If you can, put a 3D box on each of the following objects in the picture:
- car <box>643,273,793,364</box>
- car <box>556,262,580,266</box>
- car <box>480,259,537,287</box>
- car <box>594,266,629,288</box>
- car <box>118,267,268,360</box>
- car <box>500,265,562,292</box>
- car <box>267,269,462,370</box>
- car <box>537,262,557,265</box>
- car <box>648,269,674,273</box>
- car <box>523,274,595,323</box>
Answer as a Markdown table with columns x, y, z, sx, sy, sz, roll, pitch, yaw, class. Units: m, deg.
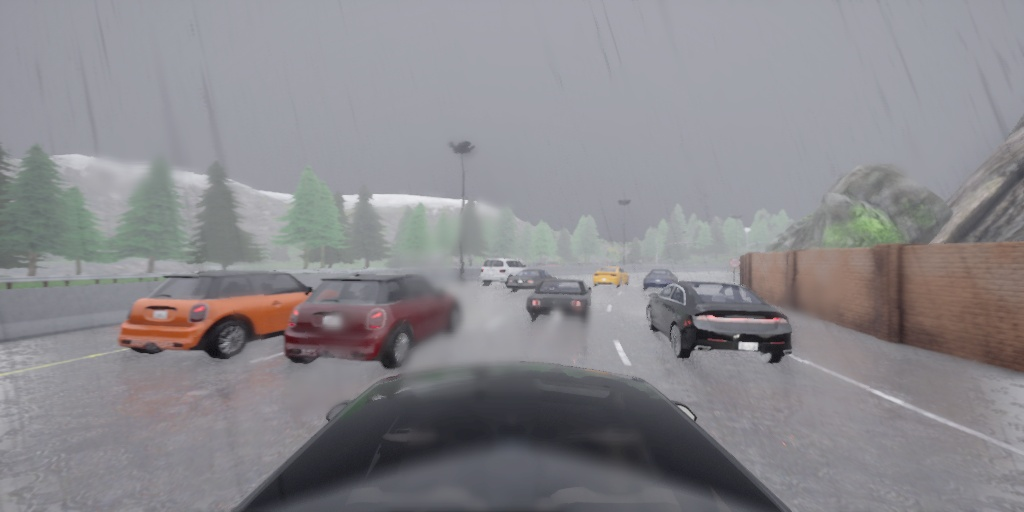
| x | y | z | sx | sy | sz | roll | pitch | yaw | class |
| --- | --- | --- | --- | --- | --- | --- | --- | --- | --- |
| 4.472 | 1.343 | 8.473 | 2.128 | 1.511 | 4.902 | 0 | 0 | 11 | car |
| 9.643 | 1.954 | 57.522 | 4.181 | 1.385 | 1.994 | 1 | -1 | -41 | car |
| -0.330 | 1.231 | 27.282 | 2.150 | 2.045 | 5.566 | 0 | -1 | 25 | car |
| 7.676 | 1.545 | 27.494 | 1.882 | 1.535 | 5.008 | 0 | -1 | 28 | car |
| -6.135 | 1.132 | 8.741 | 2.097 | 1.767 | 4.553 | 0 | -1 | 11 | car |
| 1.434 | 1.523 | 22.657 | 2.033 | 1.411 | 5.357 | 0 | -1 | 23 | car |
| -2.691 | 1.149 | 8.158 | 2.097 | 1.767 | 4.553 | 0 | -1 | 10 | car |
| 6.247 | 1.737 | 59.226 | 4.553 | 1.767 | 2.097 | 1 | -1 | -41 | car |
| 10.649 | 1.633 | 25.633 | 1.994 | 1.385 | 4.181 | 0 | -1 | 28 | car |
| 1.881 | 1.479 | 12.885 | 1.895 | 1.301 | 4.718 | 0 | -1 | 14 | car |
